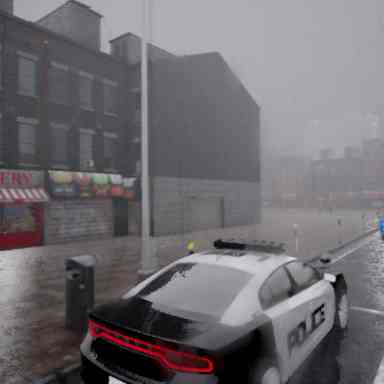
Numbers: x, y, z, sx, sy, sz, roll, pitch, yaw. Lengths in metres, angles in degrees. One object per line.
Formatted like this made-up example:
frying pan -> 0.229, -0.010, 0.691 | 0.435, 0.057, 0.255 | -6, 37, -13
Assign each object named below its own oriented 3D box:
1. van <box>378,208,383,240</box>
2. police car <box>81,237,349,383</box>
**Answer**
van -> 11.319, 1.641, 18.078 | 1.690, 1.788, 3.998 | -2, -2, 37
police car -> 0.919, 1.521, 4.959 | 1.930, 1.638, 5.238 | -1, -1, 37
